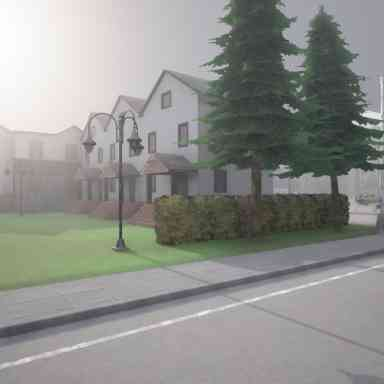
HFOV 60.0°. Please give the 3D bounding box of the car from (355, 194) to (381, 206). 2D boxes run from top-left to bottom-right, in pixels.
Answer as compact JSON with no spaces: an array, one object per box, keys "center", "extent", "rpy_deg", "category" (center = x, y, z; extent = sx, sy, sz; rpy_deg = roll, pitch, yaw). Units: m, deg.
[{"center":[26.486,1.097,48.752],"extent":[1.932,1.855,4.605],"rpy_deg":[0,0,-36],"category":"car"}]
